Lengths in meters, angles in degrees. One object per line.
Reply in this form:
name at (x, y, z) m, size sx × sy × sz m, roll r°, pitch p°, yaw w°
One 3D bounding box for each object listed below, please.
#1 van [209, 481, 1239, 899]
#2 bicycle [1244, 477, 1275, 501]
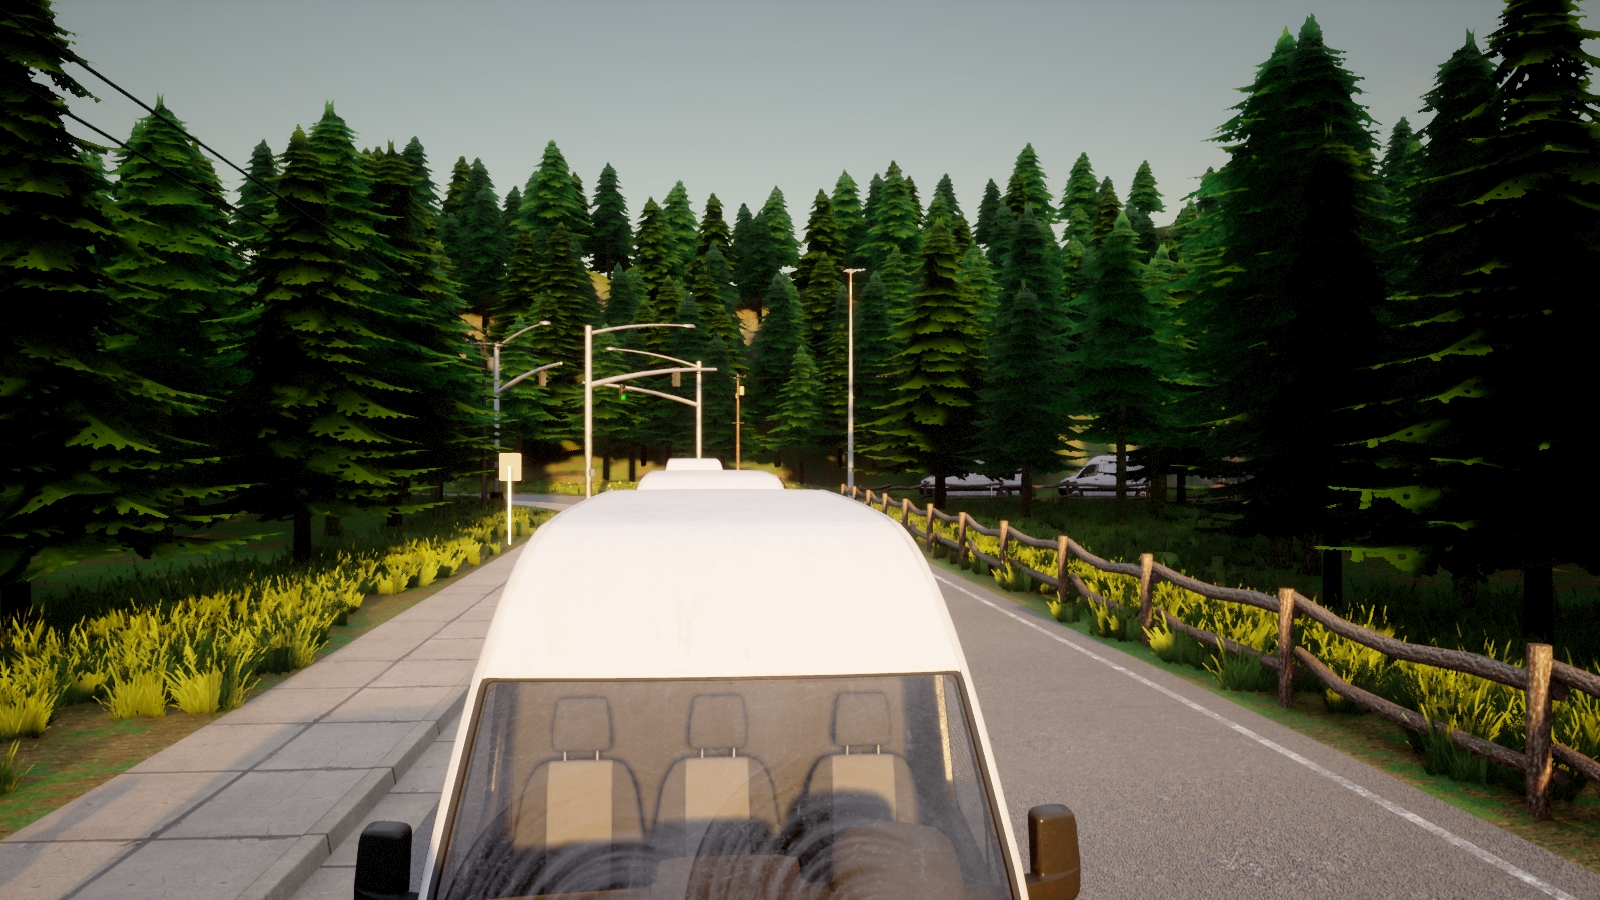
van at (-0.349, 1.499, 5.158) m, size 1.988 × 2.561 × 5.915 m, roll 0°, pitch 0°, yaw -5°
bicycle at (25.317, 2.158, 62.928) m, size 1.487 × 1.276 × 0.859 m, roll 0°, pitch 0°, yaw 27°
